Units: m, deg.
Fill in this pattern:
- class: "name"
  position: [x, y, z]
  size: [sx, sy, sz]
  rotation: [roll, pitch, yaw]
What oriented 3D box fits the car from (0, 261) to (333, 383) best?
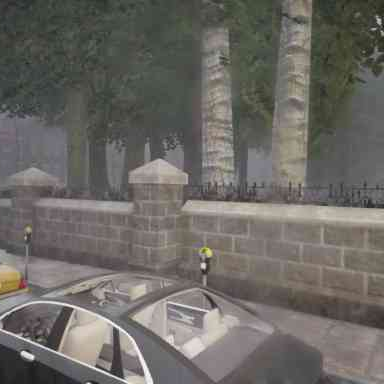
- class: "car"
  position: [-0.906, 1.550, 3.442]
  size: [4.403, 1.369, 2.008]
  rotation: [0, 1, 36]
